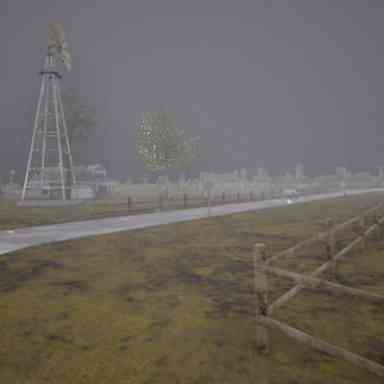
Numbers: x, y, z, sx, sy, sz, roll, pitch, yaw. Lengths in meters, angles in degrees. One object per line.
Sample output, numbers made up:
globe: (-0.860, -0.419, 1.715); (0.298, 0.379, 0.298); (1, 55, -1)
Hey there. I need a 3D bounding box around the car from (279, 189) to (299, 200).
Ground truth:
car: (14.444, 0.353, 49.552); (1.812, 1.442, 4.674); (-1, 1, 35)
